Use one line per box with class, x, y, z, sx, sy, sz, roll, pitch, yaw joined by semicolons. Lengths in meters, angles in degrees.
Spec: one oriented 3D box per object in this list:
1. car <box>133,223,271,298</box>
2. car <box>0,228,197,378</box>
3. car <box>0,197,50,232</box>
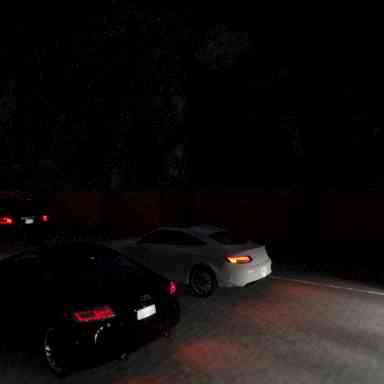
car;-0.320;1.526;8.525;4.674;1.442;1.812;0;0;36
car;-2.234;1.564;5.591;4.181;1.385;1.994;0;0;36
car;-8.407;1.221;14.306;5.566;2.045;2.150;0;0;36
